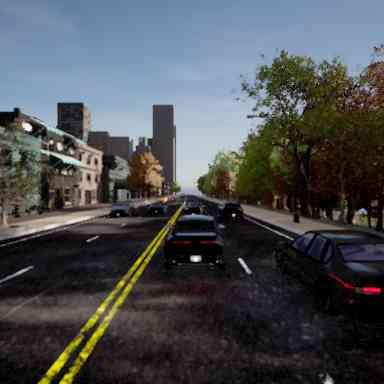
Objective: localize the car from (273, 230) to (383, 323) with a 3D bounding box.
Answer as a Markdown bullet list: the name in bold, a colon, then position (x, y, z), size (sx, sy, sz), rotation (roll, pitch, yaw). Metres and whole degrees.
- **car**: position (3.349, 1.573, 7.577), size (2.033, 1.411, 5.357), rotation (0, 0, 0)

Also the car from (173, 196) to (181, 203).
- **car**: position (-3.264, 1.648, 74.656), size (2.128, 1.511, 4.902), rotation (0, 0, 0)

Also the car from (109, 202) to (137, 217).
- **car**: position (-6.597, 1.655, 32.391), size (2.033, 1.411, 5.357), rotation (0, 0, 0)

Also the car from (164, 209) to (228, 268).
- **car**: position (0.101, 1.543, 11.353), size (1.837, 1.490, 4.892), rotation (0, 0, 0)

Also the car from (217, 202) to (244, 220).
- **car**: position (3.351, 1.602, 29.115), size (1.837, 1.490, 4.892), rotation (0, 0, 0)

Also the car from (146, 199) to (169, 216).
- **car**: position (-3.342, 1.675, 33.272), size (1.994, 1.385, 4.181), rotation (0, 0, 0)

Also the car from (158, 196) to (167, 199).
- **car**: position (-6.507, 1.644, 73.791), size (1.882, 1.535, 5.008), rotation (0, 0, 0)

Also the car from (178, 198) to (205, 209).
- **car**: position (0.101, 1.588, 28.991), size (2.128, 1.511, 4.902), rotation (0, 0, 0)
